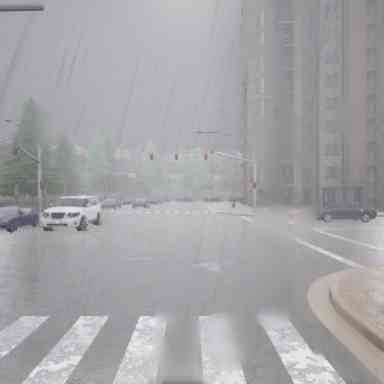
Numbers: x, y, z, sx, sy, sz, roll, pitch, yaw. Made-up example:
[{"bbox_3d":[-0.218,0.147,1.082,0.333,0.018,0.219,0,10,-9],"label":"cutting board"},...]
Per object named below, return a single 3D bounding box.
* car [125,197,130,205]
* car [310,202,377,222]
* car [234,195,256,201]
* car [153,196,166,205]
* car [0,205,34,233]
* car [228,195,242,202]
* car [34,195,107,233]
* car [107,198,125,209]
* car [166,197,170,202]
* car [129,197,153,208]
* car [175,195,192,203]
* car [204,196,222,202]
[{"bbox_3d":[-10.299,1.562,55.338,1.994,1.385,4.181,0,0,4],"label":"car"},{"bbox_3d":[11.799,1.560,26.099,4.892,1.490,1.837,0,0,0],"label":"car"},{"bbox_3d":[12.867,1.500,80.433,4.892,1.490,1.837,0,0,-24],"label":"car"},{"bbox_3d":[-6.627,1.547,58.557,2.033,1.411,5.357,0,0,10],"label":"car"},{"bbox_3d":[-10.650,1.528,19.719,1.812,1.442,4.674,0,0,0],"label":"car"},{"bbox_3d":[10.161,1.553,74.639,4.181,1.385,1.994,0,0,-38],"label":"car"},{"bbox_3d":[-7.148,1.238,20.363,2.150,2.045,5.566,0,0,0],"label":"car"},{"bbox_3d":[-10.682,1.526,44.251,1.812,1.442,4.674,0,0,1],"label":"car"},{"bbox_3d":[-6.573,1.540,70.542,2.033,1.411,5.357,0,0,25],"label":"car"},{"bbox_3d":[-7.154,1.526,47.092,1.812,1.442,4.674,0,0,1],"label":"car"},{"bbox_3d":[-1.840,1.355,71.762,2.097,1.767,4.553,0,0,30],"label":"car"},{"bbox_3d":[4.804,1.524,74.536,4.674,1.442,1.812,0,0,-42],"label":"car"}]
